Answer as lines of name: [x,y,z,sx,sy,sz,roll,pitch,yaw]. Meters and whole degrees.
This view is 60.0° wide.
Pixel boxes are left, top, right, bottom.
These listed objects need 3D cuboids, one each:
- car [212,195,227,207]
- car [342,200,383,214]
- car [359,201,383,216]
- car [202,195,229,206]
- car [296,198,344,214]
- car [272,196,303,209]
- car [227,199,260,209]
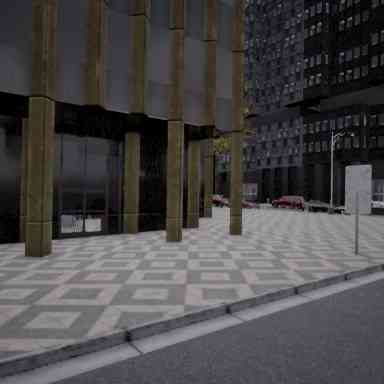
car: [3.678,1.311,47.340,2.192,1.841,5.009,1,-1,-35]
car: [20.184,1.708,38.773,2.008,1.369,4.403,1,-1,-35]
car: [16.420,1.518,29.341,2.008,1.369,4.403,1,-1,-35]
car: [4.257,1.511,61.269,2.192,1.841,5.009,1,-1,-35]
car: [13.233,1.540,33.840,1.947,1.339,4.313,1,-1,-35]
car: [13.815,1.487,47.773,2.192,1.841,5.009,1,-1,-35]
car: [6.860,1.570,42.837,1.802,1.307,4.206,1,-1,-35]
